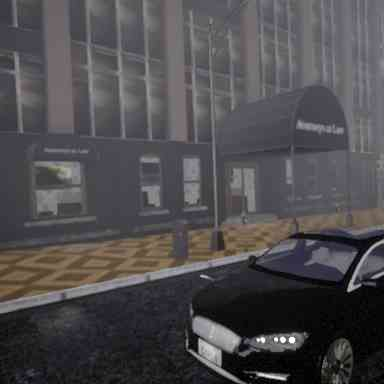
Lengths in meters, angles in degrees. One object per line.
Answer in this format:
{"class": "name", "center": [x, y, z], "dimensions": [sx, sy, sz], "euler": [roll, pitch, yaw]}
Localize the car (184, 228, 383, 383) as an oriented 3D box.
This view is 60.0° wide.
{"class": "car", "center": [2.124, 1.368, 5.023], "dimensions": [4.902, 1.511, 2.128], "euler": [-2, 1, -37]}
